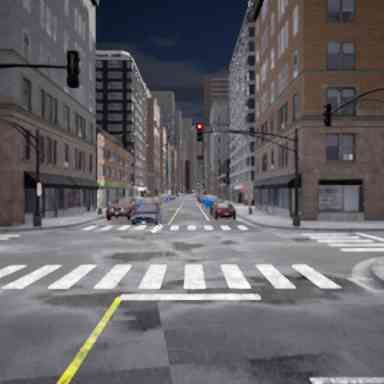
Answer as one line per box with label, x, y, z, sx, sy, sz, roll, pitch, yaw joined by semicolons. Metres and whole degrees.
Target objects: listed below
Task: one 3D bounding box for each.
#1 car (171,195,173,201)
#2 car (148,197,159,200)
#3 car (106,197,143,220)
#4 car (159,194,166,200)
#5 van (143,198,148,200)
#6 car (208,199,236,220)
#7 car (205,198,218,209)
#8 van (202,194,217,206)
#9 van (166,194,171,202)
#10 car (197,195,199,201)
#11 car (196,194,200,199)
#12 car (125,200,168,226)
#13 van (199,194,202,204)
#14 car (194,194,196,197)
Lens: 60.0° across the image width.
car;-6.114;1.637;77.786;2.008;1.369;4.403;0;0;0
car;-5.925;1.489;44.779;1.967;1.590;4.097;0;0;0
car;-5.830;1.345;28.275;2.192;1.841;5.009;0;0;0
car;-5.988;1.501;55.781;1.967;1.590;4.097;0;0;0
van;-5.862;1.377;33.776;1.690;1.788;3.998;0;0;0
car;2.696;1.572;28.323;1.887;1.381;4.507;0;0;0
car;2.664;1.600;33.824;1.947;1.339;4.313;0;0;0
van;2.600;1.387;44.827;1.690;1.788;3.998;0;0;0
van;-6.083;1.420;72.286;1.690;1.788;3.998;0;0;0
car;2.475;1.653;66.833;1.802;1.307;4.206;0;0;0
car;2.412;1.666;77.834;1.802;1.307;4.206;0;0;0
car;-3.145;1.590;24.200;2.033;1.411;5.357;0;0;0
van;2.537;1.399;55.830;1.690;1.788;3.998;0;0;0
car;2.379;1.406;83.336;2.192;1.841;5.009;0;0;0
